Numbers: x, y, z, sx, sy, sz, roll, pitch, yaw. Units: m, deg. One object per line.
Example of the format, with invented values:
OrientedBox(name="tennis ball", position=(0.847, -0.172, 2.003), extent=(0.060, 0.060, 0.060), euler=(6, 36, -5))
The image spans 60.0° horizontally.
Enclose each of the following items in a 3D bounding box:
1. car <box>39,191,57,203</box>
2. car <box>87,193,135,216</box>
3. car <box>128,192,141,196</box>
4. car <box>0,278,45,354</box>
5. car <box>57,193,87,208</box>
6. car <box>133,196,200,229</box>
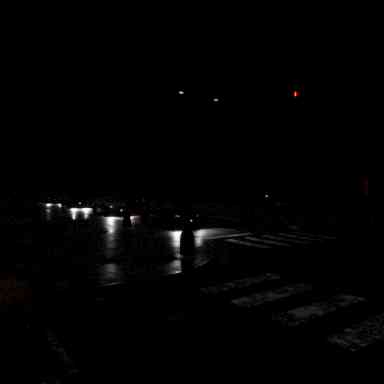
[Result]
OrientedBox(name="car", position=(-18.392, 0.684, 43.567), extent=(1.837, 1.490, 4.892), euler=(0, 1, -32))
OrientedBox(name="car", position=(-6.670, 1.062, 27.020), extent=(1.812, 1.442, 4.674), euler=(0, 1, -35))
OrientedBox(name="car", position=(-6.267, 0.823, 31.961), extent=(2.097, 1.767, 4.553), euler=(0, 1, -36))
OrientedBox(name="car", position=(-4.281, 1.525, 3.608), extent=(4.829, 1.417, 1.752), euler=(0, 0, -35))
OrientedBox(name="car", position=(-12.426, 0.922, 35.073), extent=(1.994, 1.385, 4.181), euler=(0, 1, -36))
OrientedBox(name="car", position=(-1.461, 1.229, 19.727), extent=(1.812, 1.442, 4.674), euler=(0, 1, -37))
